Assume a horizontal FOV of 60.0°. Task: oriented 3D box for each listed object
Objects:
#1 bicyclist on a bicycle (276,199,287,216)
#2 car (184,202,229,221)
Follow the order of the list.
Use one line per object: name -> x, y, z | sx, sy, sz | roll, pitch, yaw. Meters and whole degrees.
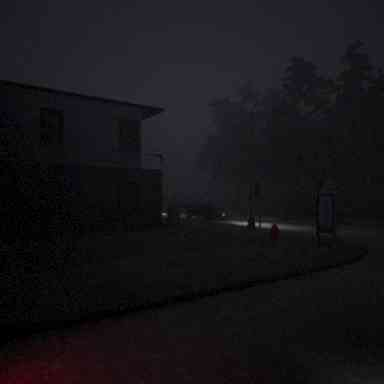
bicyclist on a bicycle -> 8.884, 1.544, 32.992 | 1.656, 1.620, 0.582 | 0, 0, -36
car -> 1.184, 1.625, 29.321 | 2.128, 1.511, 4.902 | 1, 0, -36
